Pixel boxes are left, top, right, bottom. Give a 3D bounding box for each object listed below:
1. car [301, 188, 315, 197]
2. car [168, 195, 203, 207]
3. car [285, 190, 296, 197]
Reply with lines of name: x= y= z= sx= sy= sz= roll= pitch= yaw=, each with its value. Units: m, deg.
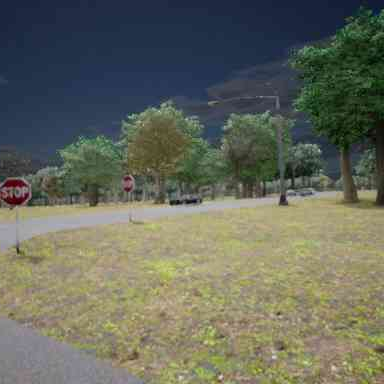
car: x=20.580 y=0.044 z=58.937 sx=2.128 sy=1.511 sz=4.902 roll=-3 pitch=-1 yaw=29
car: x=-0.717 y=1.049 z=39.333 sx=1.895 sy=1.301 sz=4.718 roll=-4 pitch=-1 yaw=35
car: x=20.308 y=0.234 z=69.868 sx=1.812 sy=1.442 sz=4.674 roll=-4 pitch=-1 yaw=35
